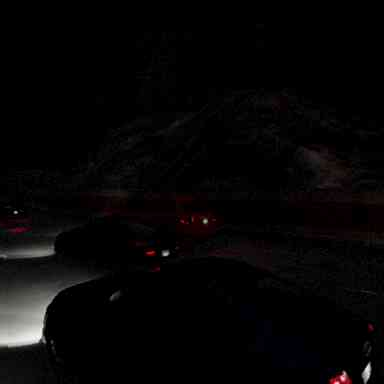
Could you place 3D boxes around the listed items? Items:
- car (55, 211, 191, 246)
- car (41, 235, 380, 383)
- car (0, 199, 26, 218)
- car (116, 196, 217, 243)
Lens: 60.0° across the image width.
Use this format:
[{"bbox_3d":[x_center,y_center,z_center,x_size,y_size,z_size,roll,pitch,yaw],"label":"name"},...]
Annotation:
[{"bbox_3d":[-2.499,1.485,10.552,4.674,1.442,1.812,0,0,39],"label":"car"},{"bbox_3d":[-0.039,1.555,4.182,4.181,1.385,1.994,0,0,37],"label":"car"},{"bbox_3d":[-15.496,1.339,28.002,1.837,1.490,4.892,0,0,-42],"label":"car"},{"bbox_3d":[-1.545,1.177,14.275,5.566,2.045,2.150,0,0,40],"label":"car"}]
